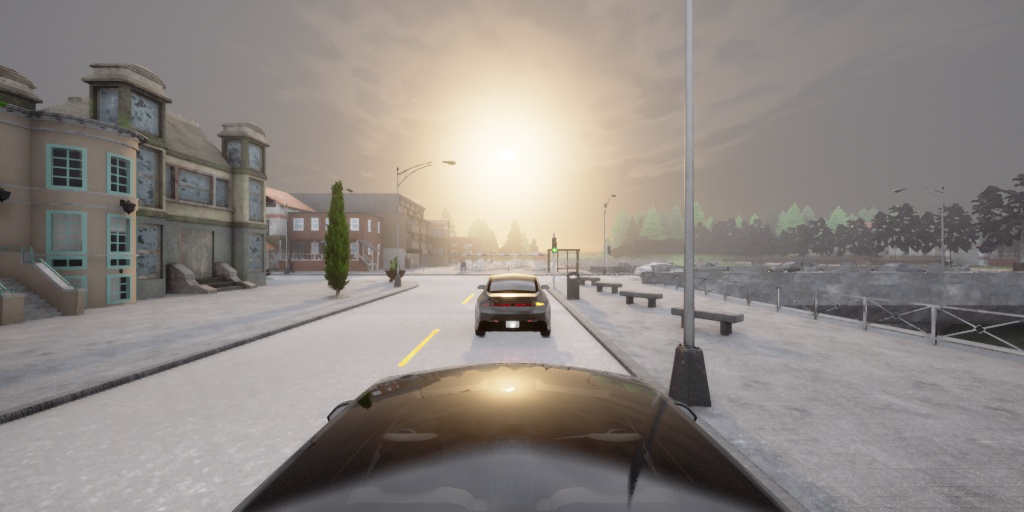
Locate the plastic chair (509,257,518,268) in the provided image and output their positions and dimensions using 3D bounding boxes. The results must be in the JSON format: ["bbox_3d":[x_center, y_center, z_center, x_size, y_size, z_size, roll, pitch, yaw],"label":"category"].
[{"bbox_3d":[0.146,1.279,57.602,0.730,1.272,0.750,0,0,0],"label":"plastic chair"}]

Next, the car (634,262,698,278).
[{"bbox_3d":[12.931,1.275,30.715,4.674,1.442,1.812,0,0,0],"label":"car"}]

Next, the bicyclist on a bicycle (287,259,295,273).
[{"bbox_3d":[-24.186,1.099,39.098,0.582,1.620,1.656,0,0,0],"label":"bicyclist on a bicycle"}]

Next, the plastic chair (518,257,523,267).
[{"bbox_3d":[1.050,1.279,64.133,0.750,1.272,0.730,0,0,-1],"label":"plastic chair"}]

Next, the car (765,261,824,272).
[{"bbox_3d":[27.434,1.255,34.901,4.892,1.490,1.837,0,0,0],"label":"car"}]

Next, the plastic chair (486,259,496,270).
[{"bbox_3d":[-2.954,1.279,50.602,0.730,1.272,0.750,0,0,0],"label":"plastic chair"}]

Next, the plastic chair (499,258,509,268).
[{"bbox_3d":[-1.254,1.279,56.502,0.750,1.272,0.730,0,0,0],"label":"plastic chair"}]

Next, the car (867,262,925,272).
[{"bbox_3d":[37.328,1.314,34.888,4.181,1.385,1.994,0,0,0],"label":"car"}]

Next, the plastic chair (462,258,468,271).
[{"bbox_3d":[-7.050,1.279,56.134,0.750,1.272,0.730,0,0,-1],"label":"plastic chair"}]

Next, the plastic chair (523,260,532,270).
[{"bbox_3d":[2.246,1.279,50.001,0.730,1.272,0.750,0,0,0],"label":"plastic chair"}]

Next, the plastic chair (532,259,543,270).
[{"bbox_3d":[3.446,1.279,48.701,0.750,1.272,0.730,0,0,0],"label":"plastic chair"}]

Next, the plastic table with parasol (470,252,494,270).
[{"bbox_3d":[-4.234,0.675,50.722,2.482,2.480,2.482,0,0,0],"label":"plastic table with parasol"}]

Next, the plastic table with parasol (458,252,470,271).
[{"bbox_3d":[-7.124,0.675,57.312,2.482,2.480,2.482,0,0,0],"label":"plastic table with parasol"}]

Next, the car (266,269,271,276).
[{"bbox_3d":[-23.462,1.351,30.700,4.718,1.301,1.895,0,0,0],"label":"car"}]

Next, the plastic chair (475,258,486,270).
[{"bbox_3d":[-4.354,1.279,49.502,0.750,1.272,0.730,0,0,0],"label":"plastic chair"}]

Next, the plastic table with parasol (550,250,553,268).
[{"bbox_3d":[4.996,0.675,58.601,2.482,2.480,2.482,0,0,0],"label":"plastic table with parasol"}]

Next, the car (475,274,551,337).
[{"bbox_3d":[0.035,1.255,10.311,1.837,1.490,4.892,0,0,1],"label":"car"}]

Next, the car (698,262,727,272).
[{"bbox_3d":[18.648,1.314,34.904,4.181,1.385,1.994,0,0,0],"label":"car"}]

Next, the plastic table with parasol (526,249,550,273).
[{"bbox_3d":[3.586,0.675,49.971,2.482,2.480,2.482,0,0,0],"label":"plastic table with parasol"}]

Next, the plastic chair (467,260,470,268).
[{"bbox_3d":[-5.554,1.279,50.802,0.730,1.272,0.750,0,0,0],"label":"plastic chair"}]

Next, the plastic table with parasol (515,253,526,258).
[{"bbox_3d":[1.167,0.675,65.312,2.482,2.480,2.482,0,0,0],"label":"plastic table with parasol"}]

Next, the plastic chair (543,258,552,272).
[{"bbox_3d":[4.846,1.279,49.801,0.730,1.272,0.750,0,0,0],"label":"plastic chair"}]

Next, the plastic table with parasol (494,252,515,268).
[{"bbox_3d":[-1.204,0.675,57.702,2.482,2.480,2.482,0,0,0],"label":"plastic table with parasol"}]
